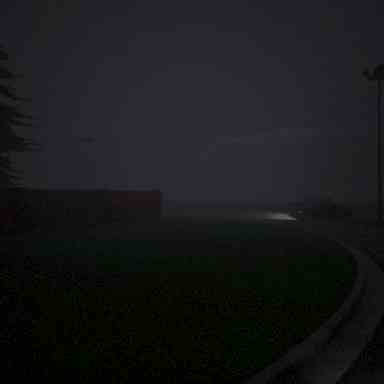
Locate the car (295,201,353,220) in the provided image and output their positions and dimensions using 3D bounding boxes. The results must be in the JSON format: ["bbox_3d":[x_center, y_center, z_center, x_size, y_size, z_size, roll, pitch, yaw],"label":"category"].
[{"bbox_3d":[12.616,1.844,31.625,4.892,1.490,1.837,0,-1,14],"label":"car"}]

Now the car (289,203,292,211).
[{"bbox_3d":[13.951,1.932,38.492,4.674,1.442,1.812,0,-1,14],"label":"car"}]

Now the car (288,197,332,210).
[{"bbox_3d":[14.938,1.662,41.869,5.566,2.045,2.150,0,-1,14],"label":"car"}]

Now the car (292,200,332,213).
[{"bbox_3d":[13.447,1.878,35.025,4.892,1.490,1.837,0,-1,14],"label":"car"}]
